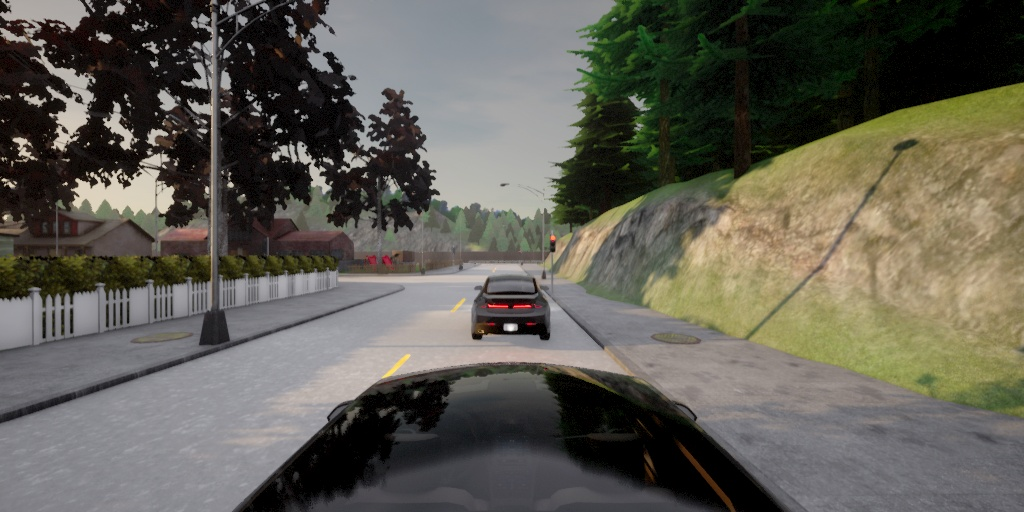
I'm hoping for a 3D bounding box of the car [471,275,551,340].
[{"bbox_3d":[-0.019,1.252,9.947,1.837,1.490,4.892,0,0,0],"label":"car"}]
